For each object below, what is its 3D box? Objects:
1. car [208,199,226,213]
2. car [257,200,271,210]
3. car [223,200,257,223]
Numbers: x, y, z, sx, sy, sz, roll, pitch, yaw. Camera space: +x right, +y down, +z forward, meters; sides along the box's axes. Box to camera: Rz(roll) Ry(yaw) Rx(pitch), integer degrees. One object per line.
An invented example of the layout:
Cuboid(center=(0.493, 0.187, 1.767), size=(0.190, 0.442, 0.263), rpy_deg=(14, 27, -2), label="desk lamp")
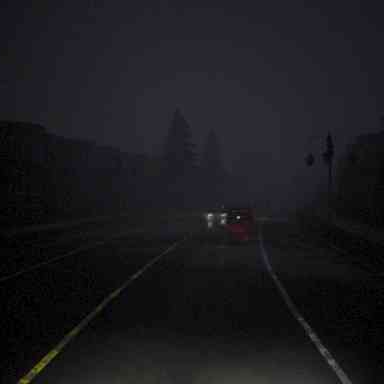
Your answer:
Cuboid(center=(3.191, 1.518, 37.171), size=(1.812, 1.442, 4.674), rpy_deg=(0, 0, 18), label="car")
Cuboid(center=(8.957, 1.619, 42.461), size=(1.895, 1.301, 4.718), rpy_deg=(0, 0, 20), label="car")
Cuboid(center=(3.800, 1.505, 25.636), size=(1.837, 1.490, 4.892), rpy_deg=(0, 1, 13), label="car")
